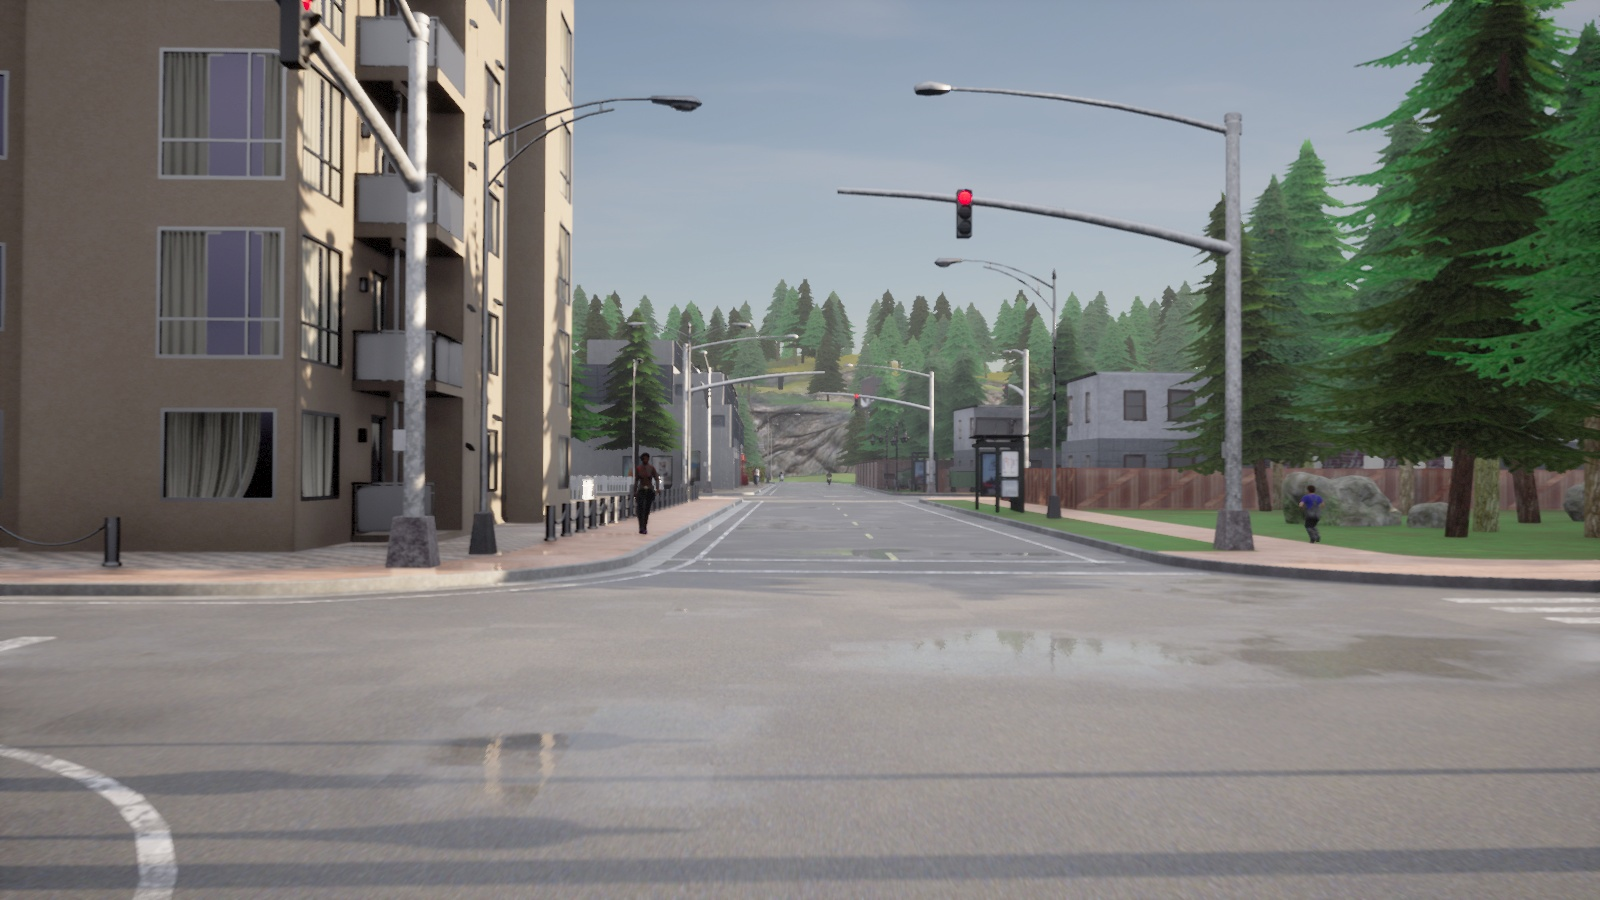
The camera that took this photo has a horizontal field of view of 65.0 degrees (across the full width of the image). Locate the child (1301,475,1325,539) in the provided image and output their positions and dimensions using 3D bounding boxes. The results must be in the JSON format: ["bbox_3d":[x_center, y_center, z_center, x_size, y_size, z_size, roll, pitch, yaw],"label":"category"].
[{"bbox_3d":[10.283,1.134,25.193,0.270,1.263,0.437,0,-1,-3],"label":"child"}]

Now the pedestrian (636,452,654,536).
[{"bbox_3d":[-3.379,0.947,27.361,0.328,1.805,0.869,0,-1,-4],"label":"pedestrian"}]
